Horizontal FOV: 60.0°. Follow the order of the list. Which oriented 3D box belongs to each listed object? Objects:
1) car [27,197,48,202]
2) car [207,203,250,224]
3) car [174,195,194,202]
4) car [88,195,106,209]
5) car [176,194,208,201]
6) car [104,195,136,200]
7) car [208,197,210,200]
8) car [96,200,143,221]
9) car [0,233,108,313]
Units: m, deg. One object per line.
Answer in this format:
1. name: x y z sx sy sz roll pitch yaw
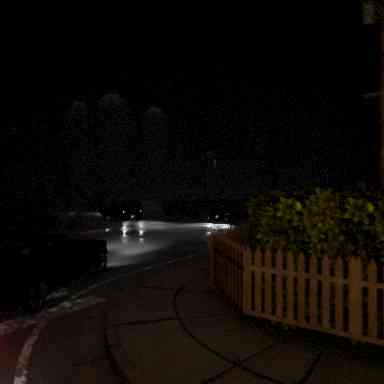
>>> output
1. car: -22.853 1.493 49.261 4.193 1.474 1.816 0 0 35
2. car: 2.899 1.562 25.179 1.994 1.385 4.181 0 0 35
3. car: -1.970 1.467 80.640 4.611 1.667 2.242 0 0 35
4. car: -11.575 1.512 42.956 3.905 1.438 1.784 0 0 35
5. car: -0.034 1.470 51.232 1.882 1.535 5.008 0 1 34
6. car: -7.647 1.470 38.615 1.882 1.535 5.008 0 0 22
7. car: 1.012 1.301 61.582 4.605 1.855 1.932 0 0 35
8. car: -5.957 1.595 27.616 1.895 1.301 4.718 0 0 -37
9. car: -3.588 1.599 7.674 1.895 1.301 4.718 0 0 7
